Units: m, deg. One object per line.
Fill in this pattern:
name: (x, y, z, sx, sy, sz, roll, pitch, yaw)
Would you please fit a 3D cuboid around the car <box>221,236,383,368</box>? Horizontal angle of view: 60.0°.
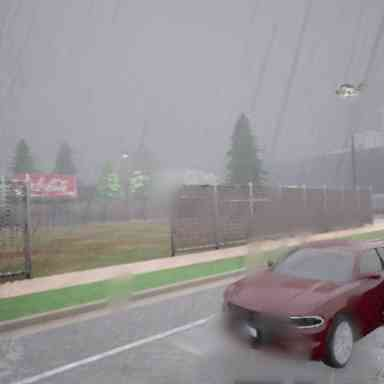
car: (2.692, 1.682, 6.298, 5.008, 1.535, 1.882, 0, -3, -40)
